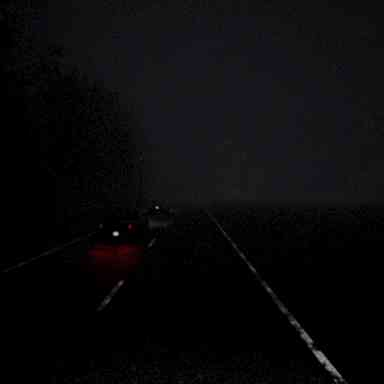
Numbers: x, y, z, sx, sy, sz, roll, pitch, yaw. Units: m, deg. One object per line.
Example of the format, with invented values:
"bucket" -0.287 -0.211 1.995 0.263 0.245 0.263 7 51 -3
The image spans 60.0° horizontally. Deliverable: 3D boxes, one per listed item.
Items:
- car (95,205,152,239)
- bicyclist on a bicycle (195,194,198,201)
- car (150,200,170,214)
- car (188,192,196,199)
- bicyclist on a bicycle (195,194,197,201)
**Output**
"car" -3.403 1.563 17.082 1.895 1.301 4.718 0 0 0
"bicyclist on a bicycle" 0.950 1.222 67.470 0.659 1.776 1.843 0 0 0
"car" -3.407 1.487 34.535 1.994 1.385 4.181 0 0 0
"car" -0.017 1.014 93.687 2.150 2.045 5.566 0 0 0
"bicyclist on a bicycle" 0.949 1.285 76.545 0.582 1.620 1.656 0 -1 0
